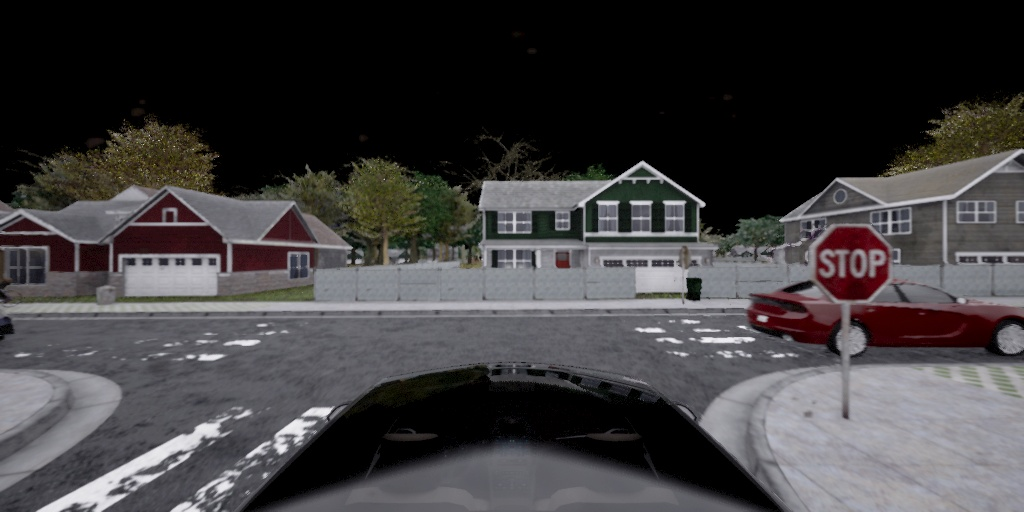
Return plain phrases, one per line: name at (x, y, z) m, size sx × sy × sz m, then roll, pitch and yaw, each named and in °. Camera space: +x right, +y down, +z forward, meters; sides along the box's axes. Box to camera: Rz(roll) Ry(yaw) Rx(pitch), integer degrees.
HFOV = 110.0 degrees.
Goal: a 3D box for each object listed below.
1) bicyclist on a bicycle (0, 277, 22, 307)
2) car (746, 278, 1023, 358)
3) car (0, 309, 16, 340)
bicyclist on a bicycle at (-20.026, 1.252, 13.827) m, size 0.582 × 1.620 × 1.656 m, roll 0°, pitch 0°, yaw 0°
car at (7.874, 1.181, 7.731) m, size 5.008 × 1.535 × 1.882 m, roll 0°, pitch 0°, yaw 0°
car at (-14.039, 1.444, 7.927) m, size 4.181 × 1.385 × 1.994 m, roll 0°, pitch 0°, yaw 1°
